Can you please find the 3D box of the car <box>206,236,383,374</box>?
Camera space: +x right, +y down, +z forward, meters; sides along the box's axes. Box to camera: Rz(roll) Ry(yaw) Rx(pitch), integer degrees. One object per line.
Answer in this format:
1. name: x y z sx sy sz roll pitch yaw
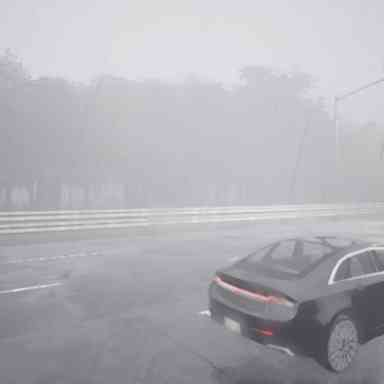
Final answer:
1. car: 2.530 1.516 5.650 4.902 1.511 2.128 0 0 -34
